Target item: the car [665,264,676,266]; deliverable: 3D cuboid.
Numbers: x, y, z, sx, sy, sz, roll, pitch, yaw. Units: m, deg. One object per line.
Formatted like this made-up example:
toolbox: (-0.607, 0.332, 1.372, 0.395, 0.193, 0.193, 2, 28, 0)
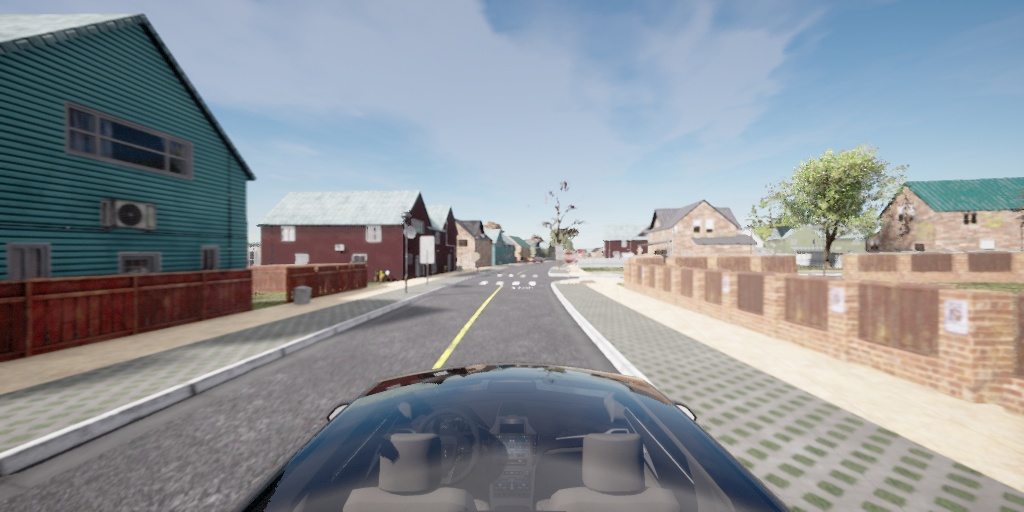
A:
car: (14.193, 1.015, 28.298, 4.181, 1.385, 1.994, -1, 0, 16)
